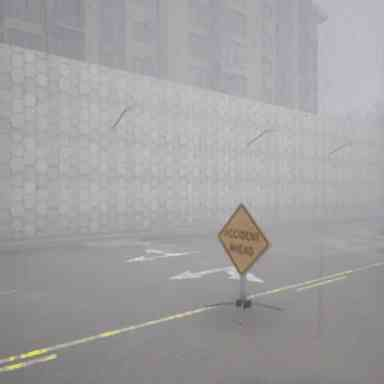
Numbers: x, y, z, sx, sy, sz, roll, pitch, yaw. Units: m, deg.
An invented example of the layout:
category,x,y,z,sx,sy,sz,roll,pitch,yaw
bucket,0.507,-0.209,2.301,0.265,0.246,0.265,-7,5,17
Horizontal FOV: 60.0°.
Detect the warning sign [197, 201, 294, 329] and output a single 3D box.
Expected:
category,x,y,z,sx,sy,sz,roll,pitch,yaw
warning sign,0.899,1.114,5.800,1.060,1.860,1.300,0,0,-35
